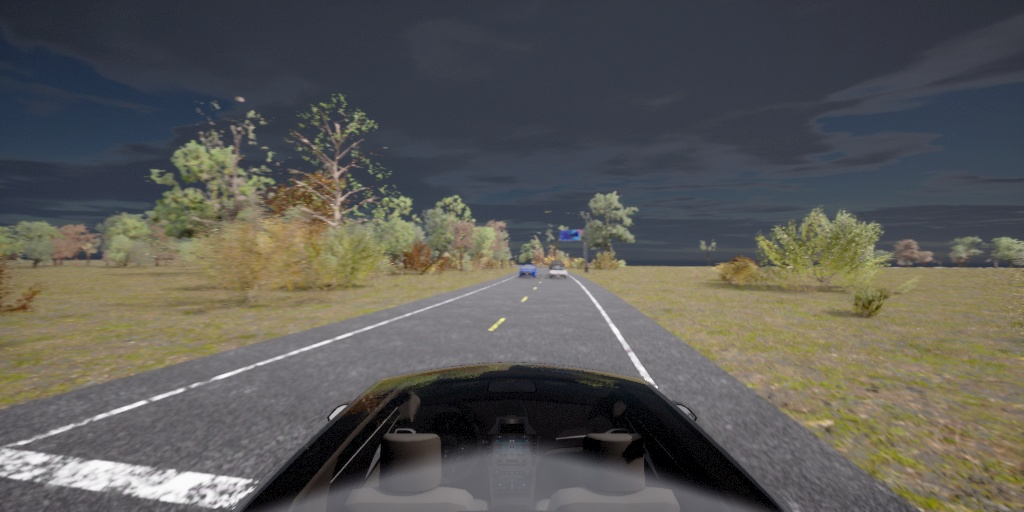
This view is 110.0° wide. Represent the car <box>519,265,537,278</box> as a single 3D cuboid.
[{"bbox_3d":[1.948,1.789,42.809,1.882,1.535,5.008,0,-1,6],"label":"car"}]

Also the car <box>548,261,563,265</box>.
[{"bbox_3d":[6.136,1.670,49.461,2.150,2.045,5.566,0,-1,5],"label":"car"}]

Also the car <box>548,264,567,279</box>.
[{"bbox_3d":[5.351,1.925,41.563,1.895,1.301,4.718,0,-1,7],"label":"car"}]
